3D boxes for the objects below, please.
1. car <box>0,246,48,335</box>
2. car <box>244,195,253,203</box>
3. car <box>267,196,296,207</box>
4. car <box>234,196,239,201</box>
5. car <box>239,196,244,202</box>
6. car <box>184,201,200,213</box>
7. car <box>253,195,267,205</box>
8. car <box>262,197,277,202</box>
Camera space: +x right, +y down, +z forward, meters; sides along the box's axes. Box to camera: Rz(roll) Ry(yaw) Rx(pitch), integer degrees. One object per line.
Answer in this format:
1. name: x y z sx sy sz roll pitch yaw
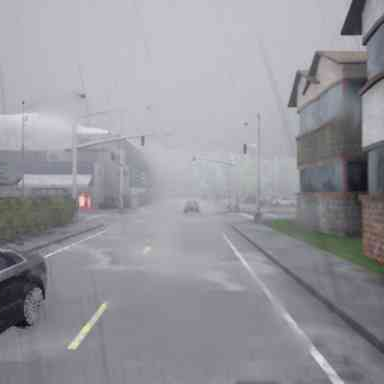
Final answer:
1. car: -3.598 1.522 4.287 2.128 1.511 4.902 0 0 0
2. car: 14.019 1.549 72.110 3.866 1.878 1.905 0 0 0
3. car: 14.384 1.582 52.898 3.806 1.475 1.970 0 0 0
4. car: 13.698 1.984 93.596 3.633 1.501 1.845 0 0 0
5. car: 13.600 1.589 75.014 4.605 1.855 1.932 0 0 0
6. car: 0.003 1.814 41.578 2.033 1.411 5.357 0 0 0
7. car: 14.046 1.544 59.315 5.027 1.636 2.152 0 0 0
8. car: 21.125 1.973 90.632 3.806 1.475 1.970 0 0 0
